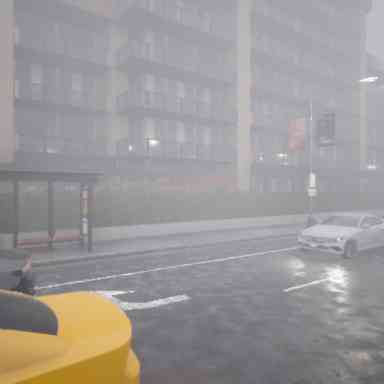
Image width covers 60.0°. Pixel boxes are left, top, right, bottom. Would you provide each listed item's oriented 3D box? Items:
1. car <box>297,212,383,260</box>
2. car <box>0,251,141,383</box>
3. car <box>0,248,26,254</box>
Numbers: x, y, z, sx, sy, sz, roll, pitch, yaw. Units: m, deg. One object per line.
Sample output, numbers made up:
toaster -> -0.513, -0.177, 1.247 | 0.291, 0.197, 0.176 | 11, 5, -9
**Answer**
car -> 6.008, 1.525, 12.653 | 4.674, 1.442, 1.812 | 0, 0, -36
car -> -2.770, 1.478, 2.003 | 5.008, 1.535, 1.882 | 0, 0, -36
car -> -4.930, 1.491, 4.799 | 4.902, 1.511, 2.128 | 0, 0, -35
